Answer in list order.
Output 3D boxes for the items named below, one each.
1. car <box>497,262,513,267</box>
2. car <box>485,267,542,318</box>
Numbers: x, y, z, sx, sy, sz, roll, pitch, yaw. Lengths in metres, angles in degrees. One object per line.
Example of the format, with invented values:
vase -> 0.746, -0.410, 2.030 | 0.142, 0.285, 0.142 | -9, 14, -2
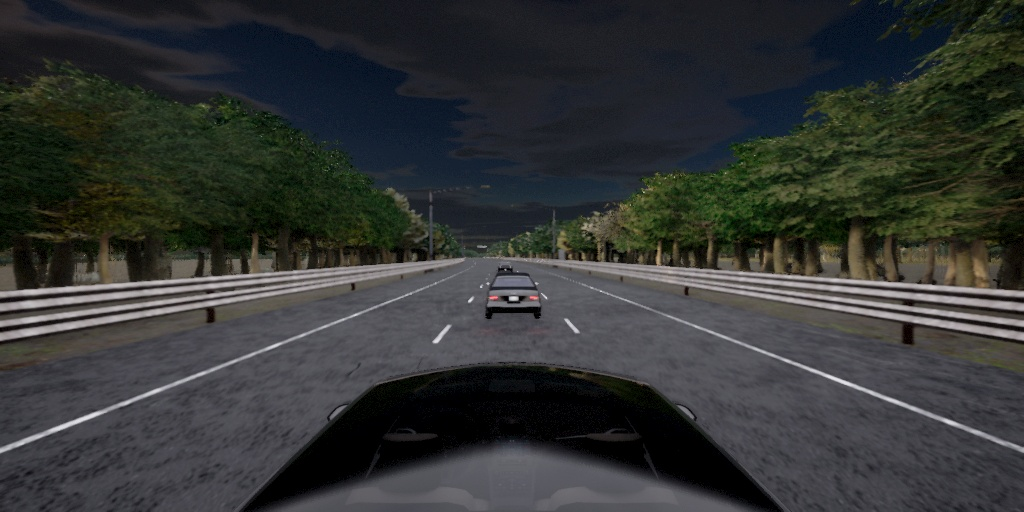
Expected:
car -> -0.872, 1.356, 44.789 | 1.895, 1.301, 4.718 | 0, 0, -2
car -> 0.020, 1.298, 13.029 | 2.033, 1.411, 5.357 | 0, 0, -1
